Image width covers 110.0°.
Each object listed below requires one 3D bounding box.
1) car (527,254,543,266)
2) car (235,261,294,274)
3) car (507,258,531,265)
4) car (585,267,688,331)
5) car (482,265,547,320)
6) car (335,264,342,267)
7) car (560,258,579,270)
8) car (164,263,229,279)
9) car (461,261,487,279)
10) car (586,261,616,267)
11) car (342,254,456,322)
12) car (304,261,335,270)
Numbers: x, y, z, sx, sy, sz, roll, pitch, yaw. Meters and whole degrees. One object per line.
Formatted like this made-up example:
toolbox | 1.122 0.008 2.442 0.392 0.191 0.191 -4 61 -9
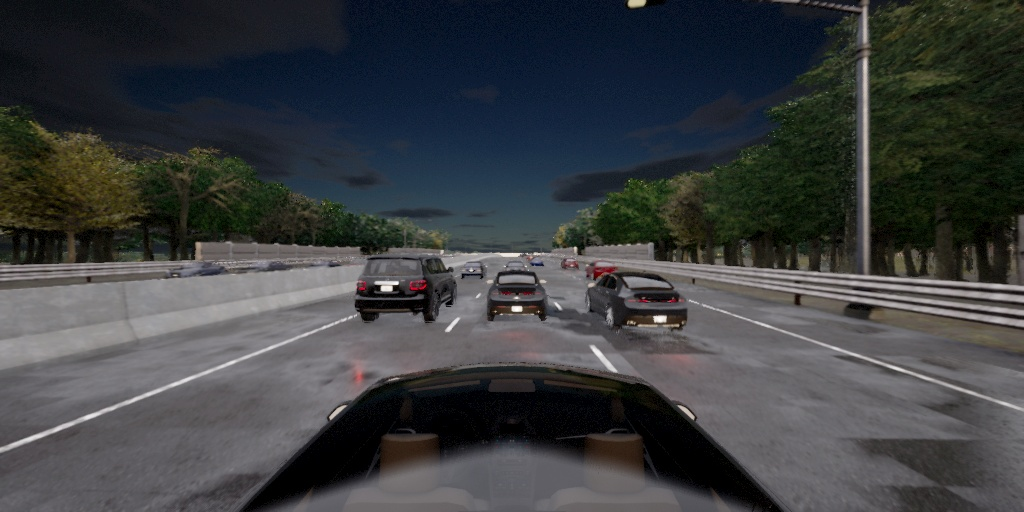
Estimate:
car | 3.871 0.840 57.371 1.994 1.385 4.181 0 1 0
car | -20.918 1.163 30.615 2.033 1.411 5.357 0 1 0
car | 0.285 1.158 31.240 2.033 1.411 5.357 0 1 0
car | 3.543 1.243 10.950 1.837 1.490 4.892 0 0 0
car | 0.157 1.239 12.561 1.837 1.490 4.892 0 0 0
car | -13.895 0.943 33.050 2.097 1.767 4.553 0 1 0
car | 7.371 0.957 46.075 1.812 1.442 4.674 0 1 1
car | -24.329 1.205 27.869 1.994 1.385 4.181 0 1 -1
car | -3.218 1.162 30.850 2.033 1.411 5.357 0 1 0
car | 7.136 1.111 28.848 1.882 1.535 5.008 0 1 2
car | -3.347 0.956 12.306 2.150 2.045 5.566 0 0 0
car | -17.393 1.153 33.218 1.994 1.385 4.181 0 1 1
